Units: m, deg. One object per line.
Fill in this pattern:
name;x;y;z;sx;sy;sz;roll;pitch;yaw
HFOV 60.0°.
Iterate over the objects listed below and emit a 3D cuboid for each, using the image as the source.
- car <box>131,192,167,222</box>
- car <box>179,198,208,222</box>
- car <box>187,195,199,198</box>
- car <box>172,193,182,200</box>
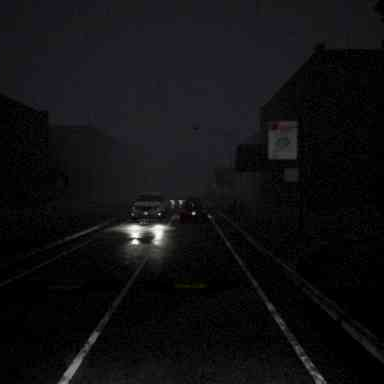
car;-3.086;1.051;24.971;2.150;2.045;5.566;0;0;0
car;0.110;1.399;24.294;1.994;1.385;4.181;0;1;0
car;0.118;1.196;40.822;1.837;1.490;4.892;0;1;0
car;-2.976;0.913;66.740;1.812;1.442;4.674;0;1;0
